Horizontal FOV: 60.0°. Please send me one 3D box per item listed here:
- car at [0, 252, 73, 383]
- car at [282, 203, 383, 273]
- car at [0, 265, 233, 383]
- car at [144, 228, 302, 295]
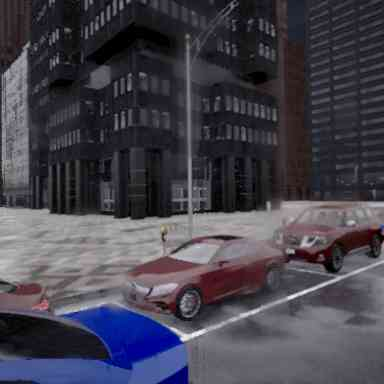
[{"bbox_3d":[-3.768,1.685,3.707,4.206,1.307,1.802,0,-1,-42],"label":"car"},{"bbox_3d":[4.717,1.382,11.251,5.009,1.841,2.192,0,-1,-42],"label":"car"},{"bbox_3d":[-2.207,1.534,1.532,5.008,1.535,1.882,0,-1,-42],"label":"car"},{"bbox_3d":[0.477,1.667,7.477,4.206,1.307,1.802,0,-1,-42],"label":"car"}]
